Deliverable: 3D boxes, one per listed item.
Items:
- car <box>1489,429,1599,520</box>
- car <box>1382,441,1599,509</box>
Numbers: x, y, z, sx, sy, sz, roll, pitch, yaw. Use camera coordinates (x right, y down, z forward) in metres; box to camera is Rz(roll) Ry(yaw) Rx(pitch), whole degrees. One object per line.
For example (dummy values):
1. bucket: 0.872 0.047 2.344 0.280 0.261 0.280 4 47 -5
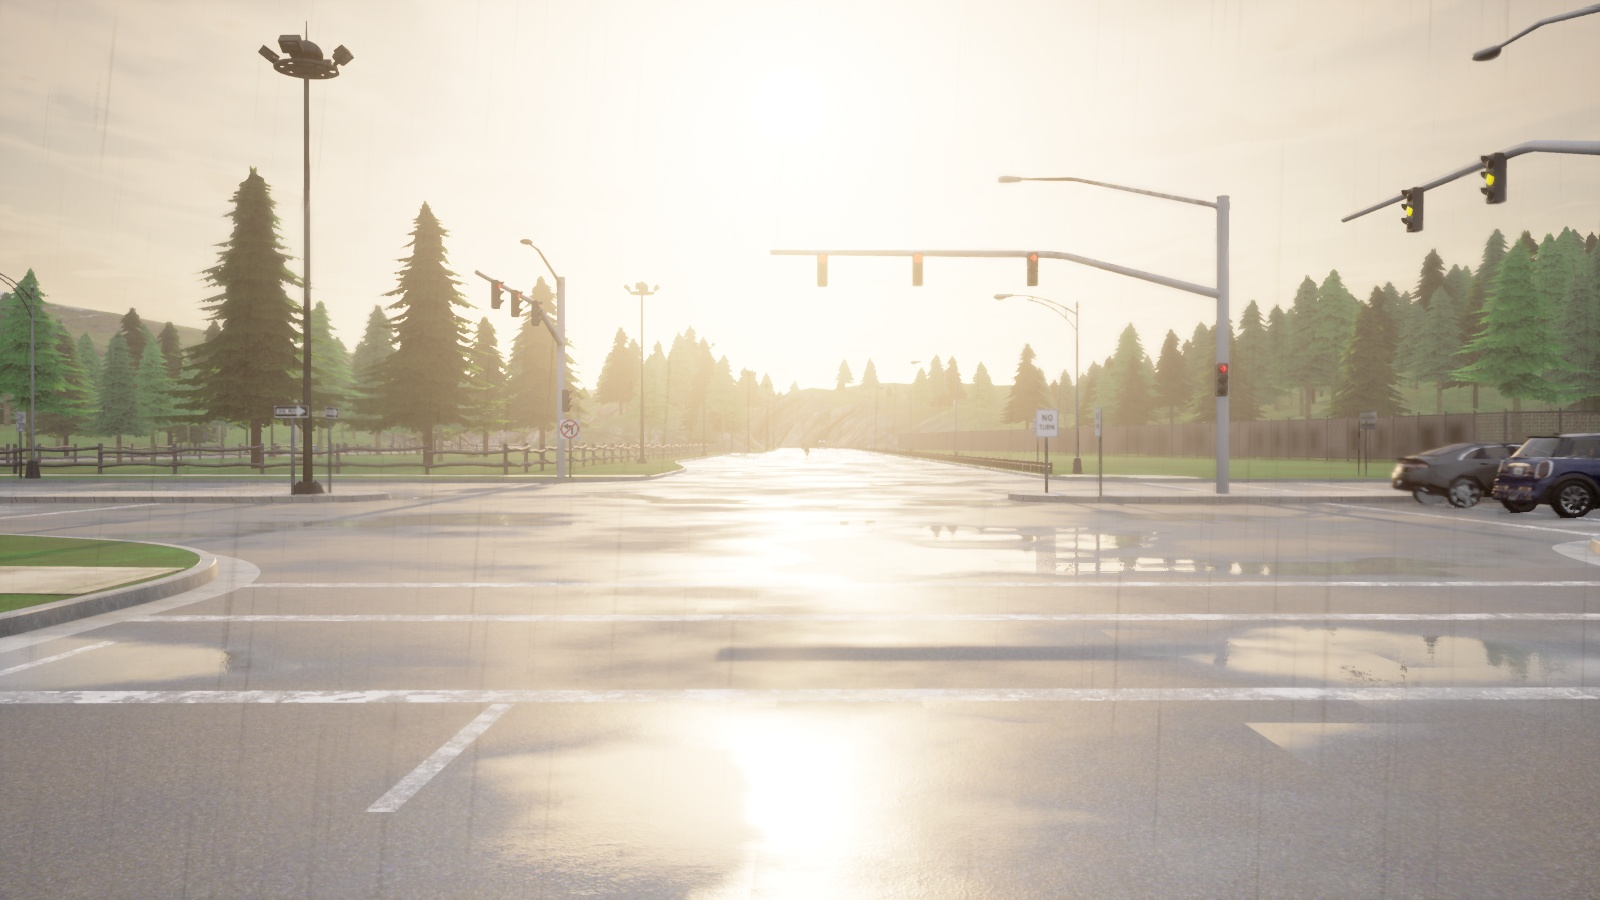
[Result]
1. car: 16.763 0.475 25.355 4.553 1.767 2.097 0 0 1
2. car: 16.313 0.553 28.863 4.902 1.511 2.128 0 0 1
